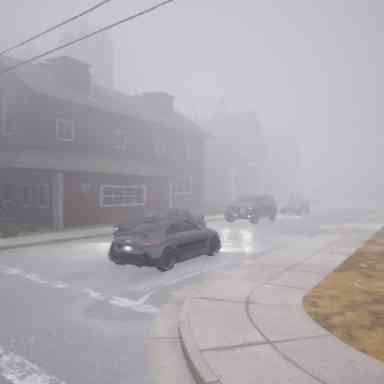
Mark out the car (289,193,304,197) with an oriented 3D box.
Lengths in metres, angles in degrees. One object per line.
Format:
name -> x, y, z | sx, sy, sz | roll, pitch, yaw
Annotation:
car -> 15.138, 1.117, 47.394 | 1.905, 1.878, 3.866 | 6, 1, -8

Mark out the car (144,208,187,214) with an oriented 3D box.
car -> -1.343, 1.520, 16.415 | 2.033, 1.411, 5.357 | 0, 0, 35

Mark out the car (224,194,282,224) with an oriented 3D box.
car -> 4.527, 1.194, 24.891 | 2.150, 2.045, 5.566 | 0, 0, 35

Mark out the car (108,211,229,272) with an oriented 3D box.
car -> -0.707, 1.536, 10.924 | 1.994, 1.385, 4.181 | 0, 0, 32

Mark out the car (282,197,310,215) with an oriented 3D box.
car -> 10.387, 1.498, 33.334 | 1.812, 1.442, 4.674 | 0, 0, 35
